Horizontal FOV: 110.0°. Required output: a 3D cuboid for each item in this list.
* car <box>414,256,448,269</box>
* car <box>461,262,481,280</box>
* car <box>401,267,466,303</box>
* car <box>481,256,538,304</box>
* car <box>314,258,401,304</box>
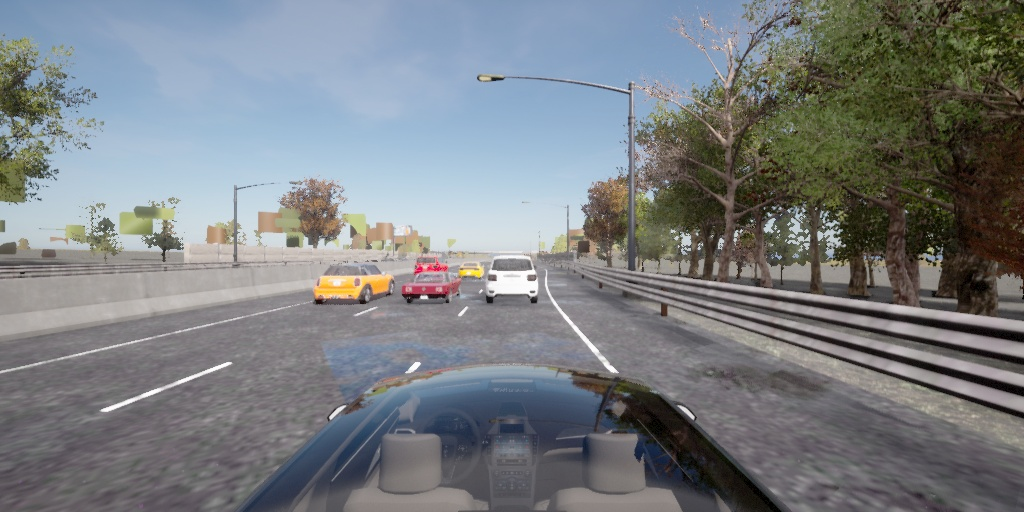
[{"bbox_3d":[-7.000,1.017,31.532,2.150,2.045,5.566,0,0,0],"label":"car"},{"bbox_3d":[-3.500,1.244,31.501,1.882,1.535,5.008,0,0,0],"label":"car"},{"bbox_3d":[-3.500,1.366,16.531,1.895,1.301,4.718,0,0,0],"label":"car"},{"bbox_3d":[0.000,1.007,16.531,2.150,2.045,5.566,0,0,0],"label":"car"},{"bbox_3d":[-7.000,1.116,16.471,2.097,1.767,4.553,0,0,0],"label":"car"}]
